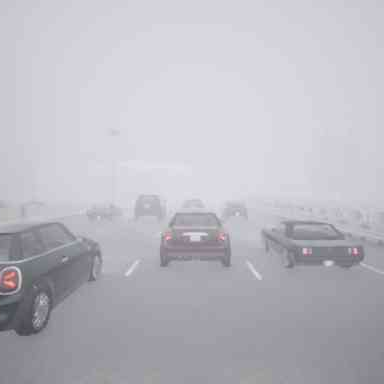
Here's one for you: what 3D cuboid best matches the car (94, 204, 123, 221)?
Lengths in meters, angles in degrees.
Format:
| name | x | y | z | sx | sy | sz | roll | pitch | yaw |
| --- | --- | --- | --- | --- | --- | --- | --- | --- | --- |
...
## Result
| name | x | y | z | sx | sy | sz | roll | pitch | yaw |
| --- | --- | --- | --- | --- | --- | --- | --- | --- | --- |
| car | -6.897 | 1.591 | 26.821 | 1.895 | 1.301 | 4.718 | 0 | 0 | 0 |

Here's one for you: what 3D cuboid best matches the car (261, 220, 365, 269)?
| name | x | y | z | sx | sy | sz | roll | pitch | yaw |
| --- | --- | --- | --- | --- | --- | --- | --- | --- | --- |
| car | 3.602 | 1.580 | 10.969 | 1.895 | 1.301 | 4.718 | 0 | 0 | 0 |

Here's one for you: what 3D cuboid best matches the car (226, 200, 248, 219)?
| name | x | y | z | sx | sy | sz | roll | pitch | yaw |
| --- | --- | --- | --- | --- | --- | --- | --- | --- | --- |
| car | 3.604 | 1.503 | 28.666 | 1.837 | 1.490 | 4.892 | 0 | 0 | 0 |

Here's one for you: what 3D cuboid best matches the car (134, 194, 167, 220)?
| name | x | y | z | sx | sy | sz | roll | pitch | yaw |
| --- | --- | --- | --- | --- | --- | --- | --- | --- | --- |
| car | -3.396 | 1.215 | 27.733 | 2.150 | 2.045 | 5.566 | 0 | 0 | 0 |

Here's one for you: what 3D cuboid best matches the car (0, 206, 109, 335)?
| name | x | y | z | sx | sy | sz | roll | pitch | yaw |
| --- | --- | --- | --- | --- | --- | --- | --- | --- | --- |
| car | -3.401 | 1.339 | 6.843 | 2.097 | 1.767 | 4.553 | 0 | 0 | 0 |

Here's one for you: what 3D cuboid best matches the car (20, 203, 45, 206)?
| name | x | y | z | sx | sy | sz | roll | pitch | yaw |
| --- | --- | --- | --- | --- | --- | --- | --- | --- | --- |
| car | -17.586 | 1.629 | 36.518 | 1.994 | 1.385 | 4.181 | 0 | -1 | 0 |

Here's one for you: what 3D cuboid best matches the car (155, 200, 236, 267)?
| name | x | y | z | sx | sy | sz | roll | pitch | yaw |
| --- | --- | --- | --- | --- | --- | --- | --- | --- | --- |
| car | 0.102 | 1.330 | 11.530 | 2.097 | 1.767 | 4.553 | 0 | 0 | 0 |
